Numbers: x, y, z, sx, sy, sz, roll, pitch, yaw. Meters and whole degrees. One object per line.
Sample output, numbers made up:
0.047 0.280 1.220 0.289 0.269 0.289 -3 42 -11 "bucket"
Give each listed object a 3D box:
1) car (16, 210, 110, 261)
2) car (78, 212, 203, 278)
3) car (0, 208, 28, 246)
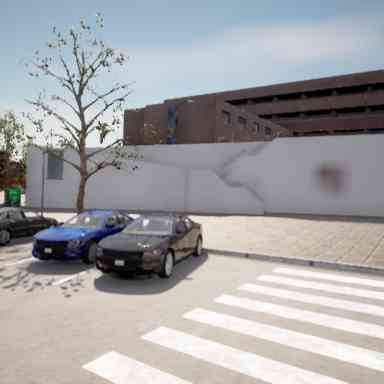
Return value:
-3.431 1.459 11.937 2.097 1.535 5.008 0 -1 16 "car"
-1.021 1.443 10.214 2.097 1.535 5.008 0 -1 16 "car"
-8.230 1.501 15.393 2.231 1.521 4.892 0 -1 17 "car"
